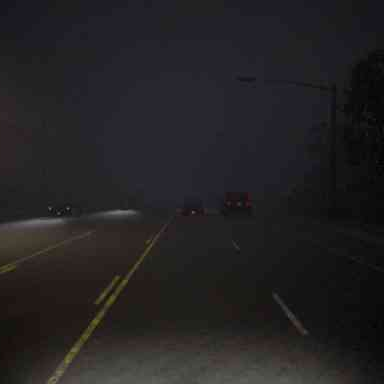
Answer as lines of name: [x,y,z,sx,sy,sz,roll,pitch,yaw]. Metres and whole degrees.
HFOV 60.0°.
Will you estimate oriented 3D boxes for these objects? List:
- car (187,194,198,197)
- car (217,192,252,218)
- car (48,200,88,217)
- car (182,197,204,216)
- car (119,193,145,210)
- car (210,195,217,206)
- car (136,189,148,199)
car: [0.081,1.089,48.619,1.882,1.535,5.008,0,1,0]
car: [3.590,1.000,28.028,2.150,2.045,5.566,0,1,0]
car: [-10.609,1.371,28.693,1.895,1.301,4.718,0,0,0]
car: [0.089,1.367,29.222,1.895,1.301,4.718,0,0,0]
car: [-7.106,1.185,38.335,2.128,1.511,4.902,0,0,0]
car: [3.583,1.153,46.620,1.812,1.442,4.674,0,1,0]
car: [-10.527,0.399,69.901,2.150,2.045,5.566,0,1,0]
